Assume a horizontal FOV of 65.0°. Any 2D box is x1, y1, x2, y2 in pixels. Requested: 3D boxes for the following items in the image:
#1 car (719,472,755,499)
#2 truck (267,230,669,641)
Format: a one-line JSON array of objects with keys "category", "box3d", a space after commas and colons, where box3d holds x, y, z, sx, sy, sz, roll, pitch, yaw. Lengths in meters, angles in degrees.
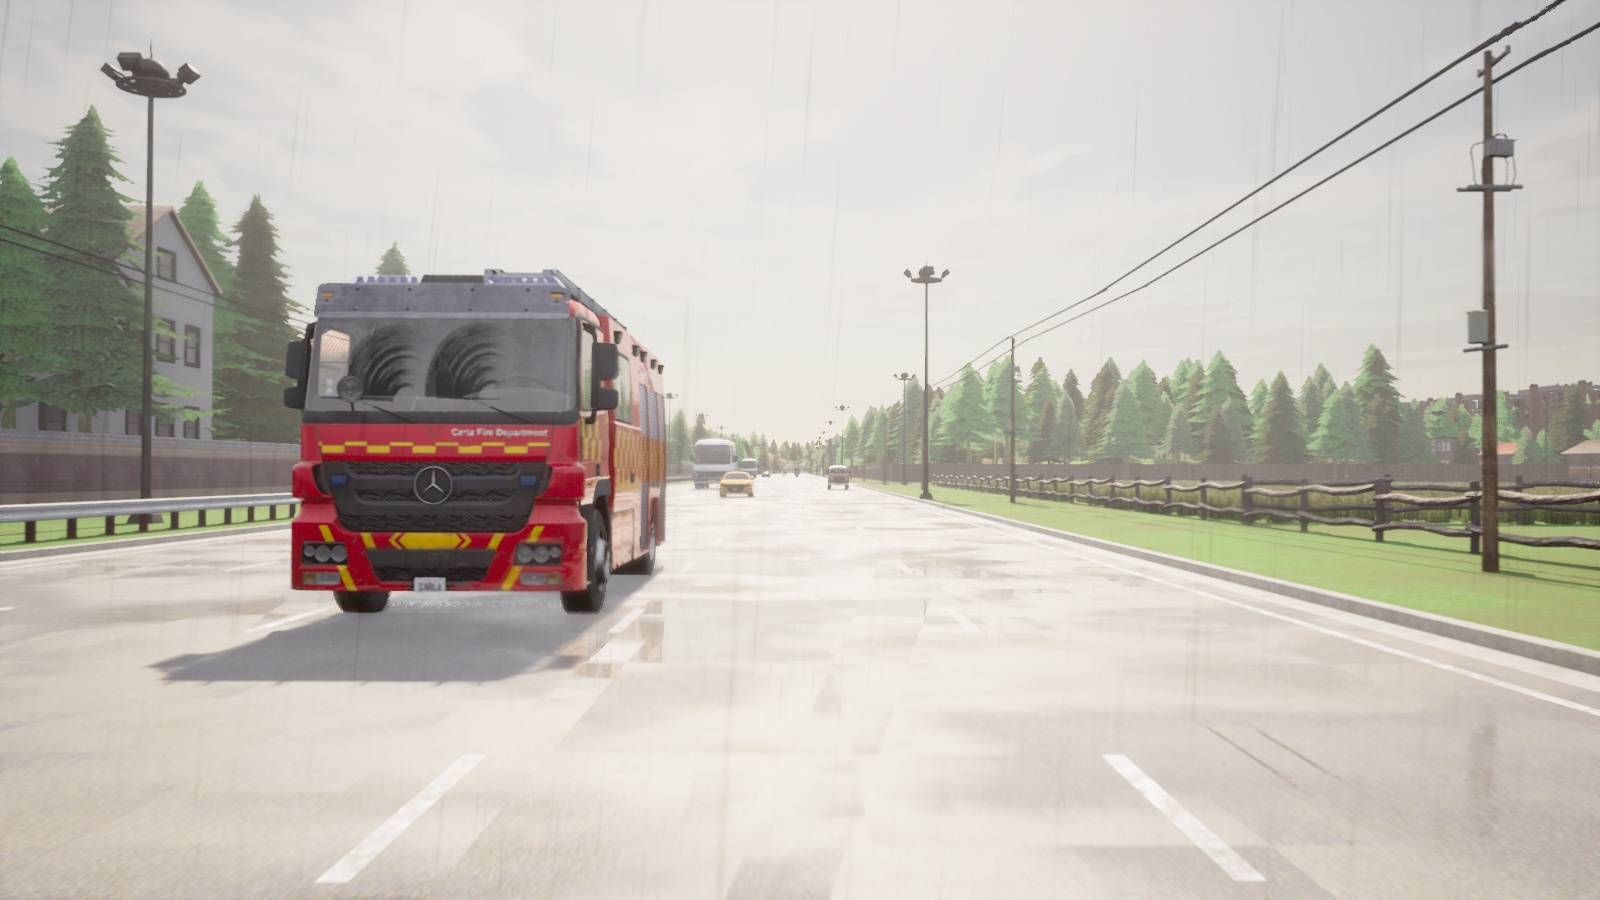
[{"category": "car", "box3d": [-3.678, 2.045, 73.968, 1.882, 1.535, 5.008, 0, -1, 0]}, {"category": "truck", "box3d": [-3.543, -0.069, 15.966, 2.891, 3.827, 8.468, 0, -1, 0]}]
